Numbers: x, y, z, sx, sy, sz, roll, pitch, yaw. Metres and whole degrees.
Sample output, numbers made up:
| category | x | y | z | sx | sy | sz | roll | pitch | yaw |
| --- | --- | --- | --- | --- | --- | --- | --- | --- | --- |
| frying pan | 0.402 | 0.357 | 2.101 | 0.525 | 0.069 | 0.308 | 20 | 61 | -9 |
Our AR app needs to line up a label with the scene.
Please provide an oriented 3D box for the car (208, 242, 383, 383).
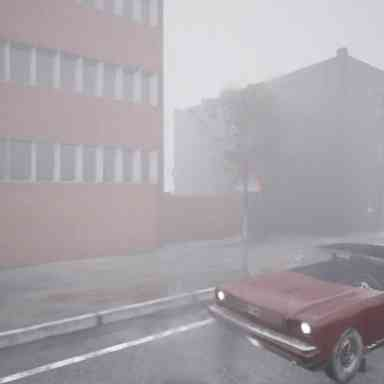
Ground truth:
| category | x | y | z | sx | sy | sz | roll | pitch | yaw |
| --- | --- | --- | --- | --- | --- | --- | --- | --- | --- |
| car | 2.587 | 1.605 | 5.538 | 4.718 | 1.301 | 1.895 | 0 | 0 | -36 |
